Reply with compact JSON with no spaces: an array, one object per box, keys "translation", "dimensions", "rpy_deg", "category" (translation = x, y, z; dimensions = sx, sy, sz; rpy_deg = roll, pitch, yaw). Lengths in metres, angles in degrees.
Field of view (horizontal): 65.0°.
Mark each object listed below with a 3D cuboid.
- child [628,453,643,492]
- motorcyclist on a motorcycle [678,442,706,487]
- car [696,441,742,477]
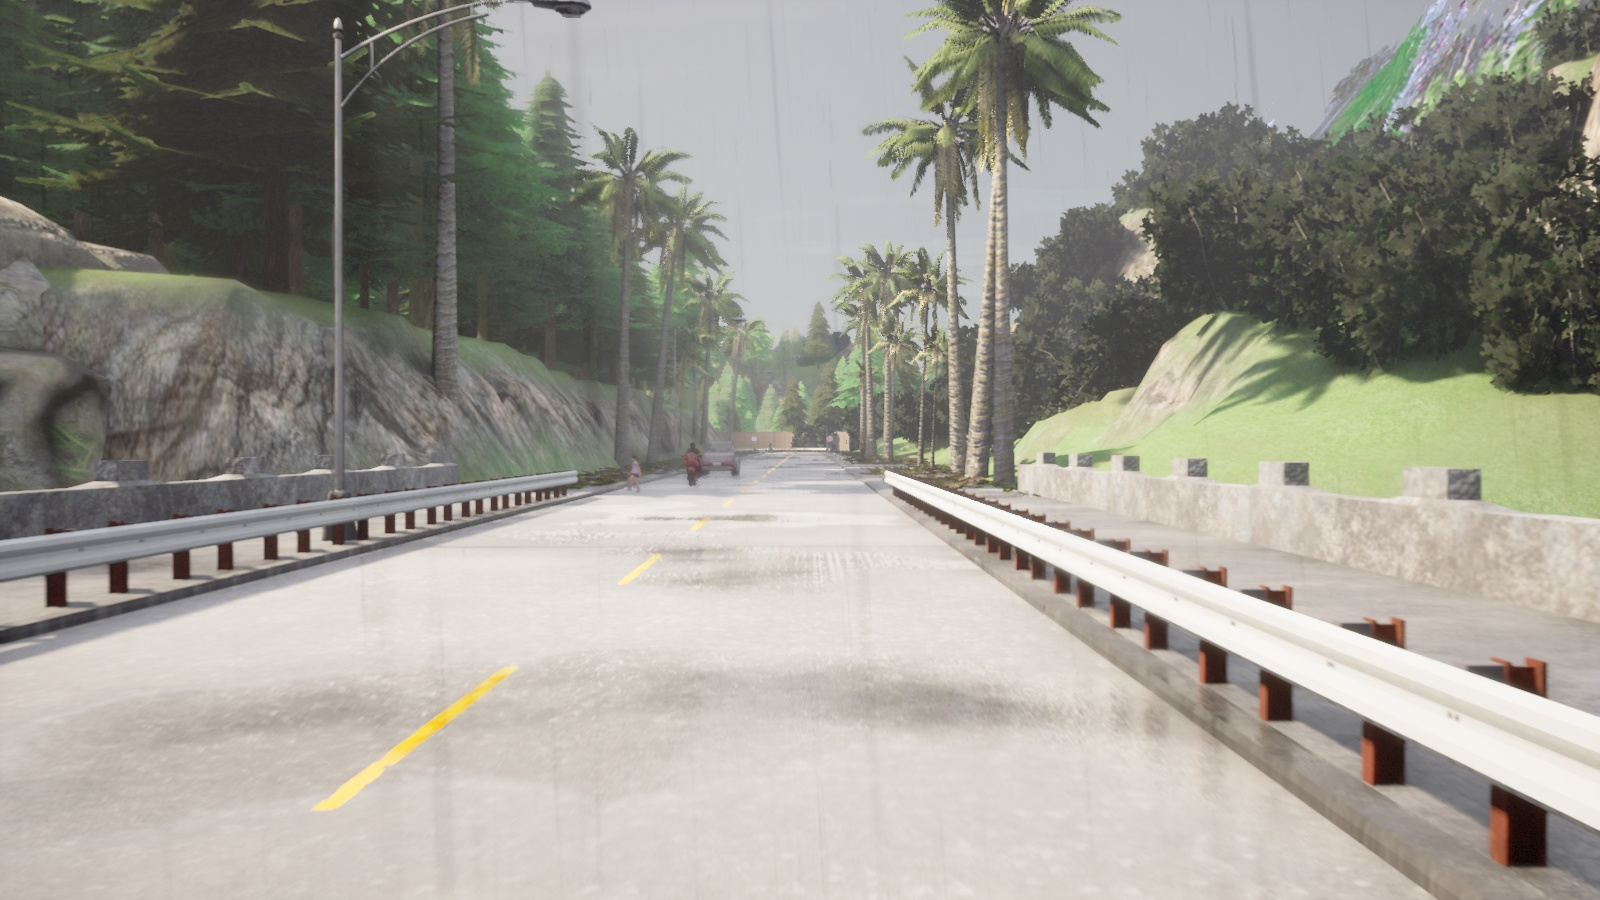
[{"translation":[-4.744,0.656,36.144],"dimensions":[0.394,1.110,0.255],"rpy_deg":[0,0,-20],"category":"child"},{"translation":[-3.720,0.480,43.456],"dimensions":[0.797,1.523,2.044],"rpy_deg":[0,0,0],"category":"motorcyclist on a motorcycle"},{"translation":[-3.647,0.395,57.014],"dimensions":[1.789,1.549,3.705],"rpy_deg":[0,1,0],"category":"car"}]
